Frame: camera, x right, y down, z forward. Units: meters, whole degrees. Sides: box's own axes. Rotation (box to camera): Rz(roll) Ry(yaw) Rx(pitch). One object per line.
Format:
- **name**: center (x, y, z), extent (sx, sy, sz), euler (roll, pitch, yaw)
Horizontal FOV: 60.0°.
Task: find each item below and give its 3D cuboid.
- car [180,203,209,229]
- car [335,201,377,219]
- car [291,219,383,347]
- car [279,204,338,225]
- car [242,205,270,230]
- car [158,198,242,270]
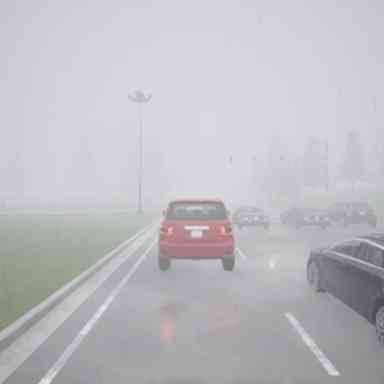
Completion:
- **car**: center (0.178, 1.555, 22.958), extent (1.812, 1.442, 4.674), euler (0, 0, 0)
- **car**: center (10.693, 1.385, 23.001), extent (2.097, 1.767, 4.553), euler (0, 0, 0)
- **car**: center (3.617, 1.501, 5.977), extent (2.128, 1.511, 4.902), euler (0, 0, 0)
- **car**: center (7.189, 1.577, 21.669), extent (2.033, 1.411, 5.357), euler (0, 0, 0)
- **car**: center (3.688, 1.576, 21.561), extent (2.033, 1.411, 5.357), euler (0, 0, 0)
- **car**: center (0.136, 1.227, 11.205), extent (2.150, 2.045, 5.566), euler (0, -1, 0)
